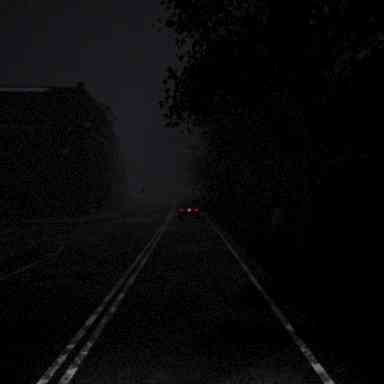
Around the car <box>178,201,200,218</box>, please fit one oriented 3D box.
[{"bbox_3d":[-0.294,1.514,29.694,2.033,1.411,5.357,0,0,-1],"label":"car"}]
